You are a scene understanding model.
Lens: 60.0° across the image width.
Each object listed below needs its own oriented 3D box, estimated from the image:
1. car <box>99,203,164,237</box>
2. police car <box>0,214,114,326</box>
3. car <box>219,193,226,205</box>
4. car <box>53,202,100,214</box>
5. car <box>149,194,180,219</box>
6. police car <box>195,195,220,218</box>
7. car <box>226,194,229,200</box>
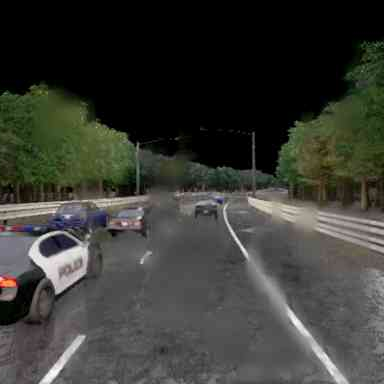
[{"bbox_3d":[-3.046,1.536,18.079,2.033,1.411,5.357,0,0,3],"label":"car"},{"bbox_3d":[-3.418,1.498,7.227,2.038,1.542,4.974,0,0,1],"label":"police car"},{"bbox_3d":[4.123,1.268,55.265,1.882,1.535,5.008,0,1,8],"label":"car"},{"bbox_3d":[-6.342,1.336,19.344,2.097,1.767,4.553,0,0,3],"label":"car"},{"bbox_3d":[-2.379,1.206,28.947,2.150,2.045,5.566,0,0,4],"label":"car"},{"bbox_3d":[1.358,1.412,30.044,1.930,1.638,5.238,0,0,4],"label":"police car"},{"bbox_3d":[7.101,1.059,73.930,2.128,1.511,4.902,0,1,11],"label":"car"}]
